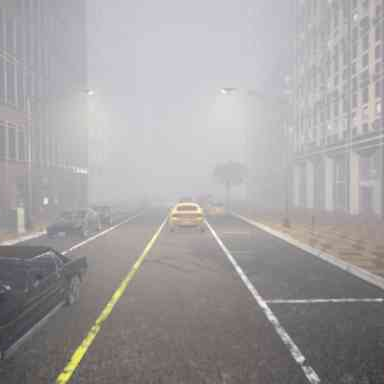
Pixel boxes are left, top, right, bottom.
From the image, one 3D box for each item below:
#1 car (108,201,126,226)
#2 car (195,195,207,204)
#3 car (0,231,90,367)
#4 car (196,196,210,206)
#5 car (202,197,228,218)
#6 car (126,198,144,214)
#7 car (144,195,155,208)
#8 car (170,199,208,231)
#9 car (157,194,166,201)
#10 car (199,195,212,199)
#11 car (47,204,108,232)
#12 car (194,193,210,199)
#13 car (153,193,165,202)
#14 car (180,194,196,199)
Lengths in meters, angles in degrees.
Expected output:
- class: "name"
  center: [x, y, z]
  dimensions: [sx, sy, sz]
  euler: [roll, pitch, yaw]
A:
- class: "car"
  center: [-6.162, 1.536, 23.162]
  dimensions: [1.947, 1.339, 4.313]
  euler: [-1, 0, -1]
- class: "car"
  center: [1.501, 1.313, 57.326]
  dimensions: [1.887, 1.381, 4.507]
  euler: [-1, 0, -1]
- class: "car"
  center: [-3.179, 1.610, 5.164]
  dimensions: [1.895, 1.301, 4.718]
  euler: [0, 0, -1]
- class: "car"
  center: [1.621, 1.360, 51.650]
  dimensions: [1.947, 1.339, 4.313]
  euler: [-1, 0, -1]
- class: "car"
  center: [2.094, 1.409, 29.127]
  dimensions: [1.752, 1.417, 4.829]
  euler: [-1, 0, -1]
- class: "car"
  center: [-6.398, 1.454, 34.338]
  dimensions: [1.752, 1.417, 4.829]
  euler: [-1, 0, -1]
- class: "car"
  center: [-6.639, 1.465, 45.855]
  dimensions: [1.802, 1.307, 4.206]
  euler: [-1, 0, -1]
- class: "car"
  center: [-0.296, 1.414, 20.039]
  dimensions: [1.882, 1.535, 5.008]
  euler: [0, 1, -1]
- class: "car"
  center: [-7.352, 1.248, 79.724]
  dimensions: [1.752, 1.417, 4.829]
  euler: [-1, 0, -1]
- class: "car"
  center: [1.974, 1.387, 34.799]
  dimensions: [1.752, 1.417, 4.829]
  euler: [-1, 0, -1]
- class: "car"
  center: [-6.043, 1.556, 17.489]
  dimensions: [1.947, 1.339, 4.313]
  euler: [-1, 0, -1]
- class: "car"
  center: [1.734, 1.133, 45.976]
  dimensions: [2.192, 1.841, 5.009]
  euler: [-1, 0, -1]
- class: "car"
  center: [-7.123, 1.095, 68.547]
  dimensions: [2.192, 1.841, 5.009]
  euler: [-1, 0, -1]
- class: "car"
  center: [-0.750, 1.360, 41.734]
  dimensions: [1.837, 1.490, 4.892]
  euler: [0, 0, -1]
